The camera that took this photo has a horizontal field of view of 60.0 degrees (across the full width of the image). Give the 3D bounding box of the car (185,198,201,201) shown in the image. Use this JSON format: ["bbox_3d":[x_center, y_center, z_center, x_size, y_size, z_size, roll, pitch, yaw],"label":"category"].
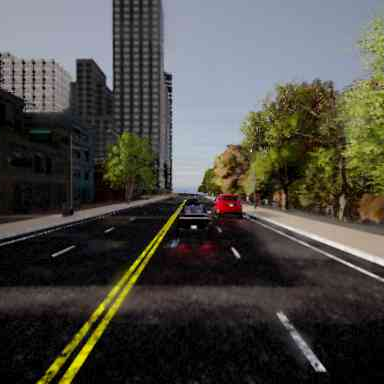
[{"bbox_3d":[0.086,1.471,43.238,1.882,1.535,5.008,0,0,0],"label":"car"}]

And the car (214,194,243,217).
[{"bbox_3d":[3.341,1.218,31.007,2.150,2.045,5.566,0,0,0],"label":"car"}]

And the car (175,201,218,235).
[{"bbox_3d":[0.094,1.490,18.666,2.128,1.511,4.902,0,0,0],"label":"car"}]
